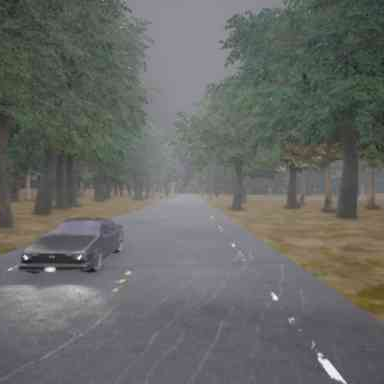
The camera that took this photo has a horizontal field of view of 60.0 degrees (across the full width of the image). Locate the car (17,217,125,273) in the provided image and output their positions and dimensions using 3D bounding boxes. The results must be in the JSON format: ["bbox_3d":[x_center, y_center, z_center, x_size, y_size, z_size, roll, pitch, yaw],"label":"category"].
[{"bbox_3d":[-3.502,1.540,10.883,2.033,1.411,5.357,0,0,0],"label":"car"}]
